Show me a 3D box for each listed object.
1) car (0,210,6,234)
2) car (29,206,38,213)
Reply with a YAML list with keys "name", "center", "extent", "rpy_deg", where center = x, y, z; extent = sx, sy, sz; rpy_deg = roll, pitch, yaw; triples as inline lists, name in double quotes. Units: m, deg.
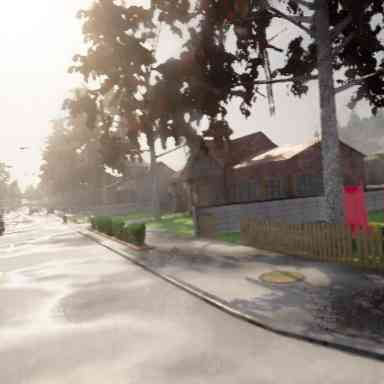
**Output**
- name: "car"
  center: [-16.980, 2.488, 27.825]
  extent: [2.150, 2.045, 5.566]
  rpy_deg: [-4, 0, -26]
- name: "car"
  center: [-38.893, 4.449, 81.573]
  extent: [1.994, 1.385, 4.181]
  rpy_deg: [-4, 0, -26]
